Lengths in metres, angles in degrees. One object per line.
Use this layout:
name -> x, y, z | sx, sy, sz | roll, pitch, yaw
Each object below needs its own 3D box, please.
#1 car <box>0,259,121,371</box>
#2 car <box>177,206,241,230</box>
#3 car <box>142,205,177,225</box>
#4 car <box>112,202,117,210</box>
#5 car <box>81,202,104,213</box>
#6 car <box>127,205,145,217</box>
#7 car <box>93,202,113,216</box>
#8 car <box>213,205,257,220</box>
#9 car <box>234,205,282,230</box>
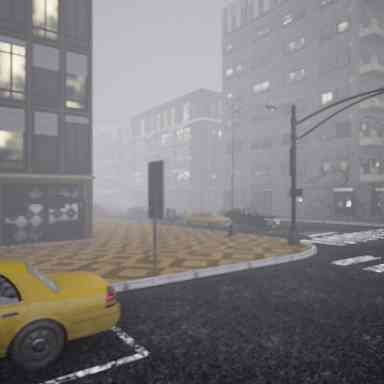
car -> -3.350, 1.523, 4.133 | 4.829, 1.417, 1.752 | 0, -1, -36
car -> 1.130, 1.966, 24.985 | 1.752, 1.417, 4.829 | -1, 0, -36
car -> -2.318, 2.102, 29.677 | 1.947, 1.339, 4.313 | -1, 0, -36
car -> -15.660, 2.519, 61.975 | 1.967, 1.590, 4.097 | -1, 0, -36
car -> -15.803, 2.384, 52.586 | 1.837, 1.490, 4.892 | 0, -1, -36
car -> -5.744, 2.232, 38.734 | 2.033, 1.411, 5.357 | 0, -1, -36
car -> -12.363, 2.360, 43.344 | 1.887, 1.381, 4.507 | -1, 0, -36
car -> 4.433, 2.071, 34.640 | 2.008, 1.369, 4.403 | -1, 0, -36
car -> 4.461, 1.893, 24.842 | 2.128, 1.511, 4.902 | 0, -1, -36
